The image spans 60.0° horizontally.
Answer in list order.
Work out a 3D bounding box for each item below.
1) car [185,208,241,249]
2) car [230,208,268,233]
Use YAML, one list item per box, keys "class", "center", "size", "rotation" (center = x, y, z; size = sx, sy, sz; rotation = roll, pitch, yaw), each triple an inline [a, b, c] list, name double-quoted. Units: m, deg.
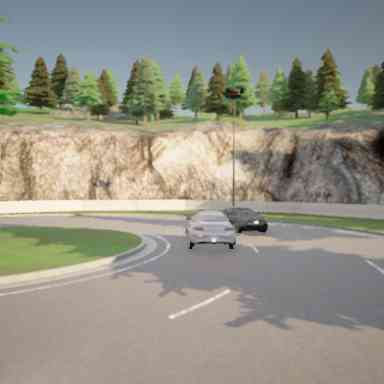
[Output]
- class: "car"
  center: [0.737, 1.569, 14.778]
  size: [1.812, 1.442, 4.674]
  rotation: [1, 0, -2]
- class: "car"
  center: [2.600, 1.626, 19.850]
  size: [1.994, 1.385, 4.181]
  rotation: [0, 0, -26]
